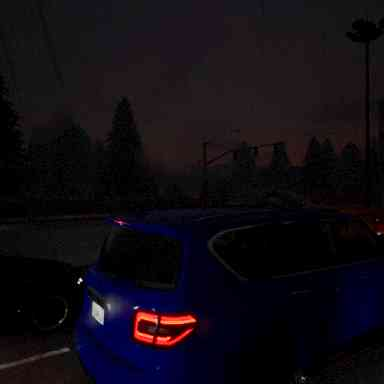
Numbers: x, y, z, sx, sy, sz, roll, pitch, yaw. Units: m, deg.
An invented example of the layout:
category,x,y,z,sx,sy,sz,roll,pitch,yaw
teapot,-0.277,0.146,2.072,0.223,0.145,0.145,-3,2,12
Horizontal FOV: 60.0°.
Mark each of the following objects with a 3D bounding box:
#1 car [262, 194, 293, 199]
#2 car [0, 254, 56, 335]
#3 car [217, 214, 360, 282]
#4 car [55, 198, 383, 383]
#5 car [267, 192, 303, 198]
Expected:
category,x,y,z,sx,sy,sz,roll,pitch,yaw
car,9.276,1.314,38.915,1.812,1.442,4.674,0,0,-22
car,-3.813,1.564,5.318,4.181,1.385,1.994,0,0,-36
car,3.034,1.514,10.178,4.181,1.385,1.994,-1,0,-34
car,1.312,1.205,4.663,5.566,2.045,2.150,-1,0,-35
car,11.957,0.978,42.949,2.150,2.045,5.566,-1,0,-38
